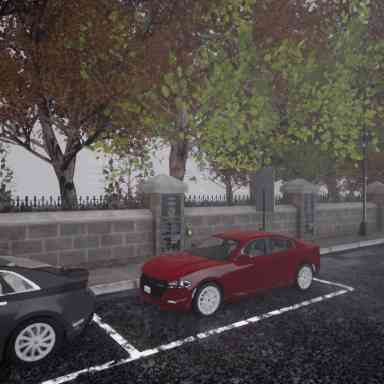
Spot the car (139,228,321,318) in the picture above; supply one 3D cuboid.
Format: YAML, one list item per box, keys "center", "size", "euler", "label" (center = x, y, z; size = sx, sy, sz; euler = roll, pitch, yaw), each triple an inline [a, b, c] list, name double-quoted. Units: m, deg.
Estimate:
- center: [1.012, 1.545, 7.421]
  size: [4.507, 1.381, 1.887]
  euler: [0, 0, -35]
  label: "car"

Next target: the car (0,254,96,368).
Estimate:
- center: [-3.478, 1.551, 4.174]
  size: [4.403, 1.369, 2.008]
  euler: [0, 0, -35]
  label: "car"
